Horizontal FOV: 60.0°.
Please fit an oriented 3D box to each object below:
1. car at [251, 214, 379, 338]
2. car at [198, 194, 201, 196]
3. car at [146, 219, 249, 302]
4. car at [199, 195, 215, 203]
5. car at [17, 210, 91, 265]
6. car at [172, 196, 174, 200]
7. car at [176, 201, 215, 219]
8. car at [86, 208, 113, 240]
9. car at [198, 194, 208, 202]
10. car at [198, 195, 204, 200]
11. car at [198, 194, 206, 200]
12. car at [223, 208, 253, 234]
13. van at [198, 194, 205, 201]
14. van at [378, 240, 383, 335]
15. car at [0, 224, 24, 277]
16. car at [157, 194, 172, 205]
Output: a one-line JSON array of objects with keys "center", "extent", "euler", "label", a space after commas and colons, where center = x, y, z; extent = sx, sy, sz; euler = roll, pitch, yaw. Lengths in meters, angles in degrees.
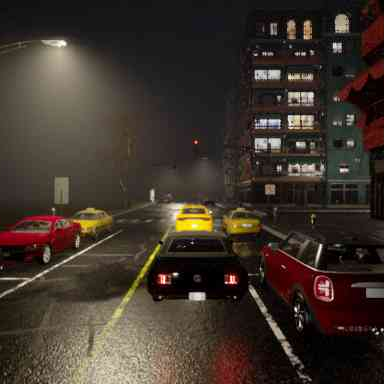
[{"center": [2.575, 1.442, 6.601], "extent": [1.967, 1.590, 4.097], "euler": [1, 0, 0], "label": "car"}, {"center": [2.577, 1.586, 72.849], "extent": [1.947, 1.339, 4.313], "euler": [1, 0, 0], "label": "car"}, {"center": [0.101, 1.603, 8.243], "extent": [1.895, 1.301, 4.718], "euler": [0, 0, 0], "label": "car"}, {"center": [2.576, 1.564, 50.205], "extent": [2.008, 1.369, 4.403], "euler": [1, 0, 0], "label": "car"}, {"center": [-5.306, 1.547, 11.728], "extent": [1.887, 1.381, 4.507], "euler": [1, 0, 0], "label": "car"}, {"center": [-5.301, 1.333, 66.705], "extent": [2.192, 1.841, 5.009], "euler": [1, 0, 0], "label": "car"}, {"center": [0.103, 1.482, 18.360], "extent": [1.882, 1.535, 5.008], "euler": [0, 0, 0], "label": "car"}, {"center": [-5.305, 1.529, 17.094], "extent": [1.752, 1.417, 4.829], "euler": [1, 0, 0], "label": "car"}, {"center": [2.580, 1.337, 78.510], "extent": [2.192, 1.841, 5.009], "euler": [1, 0, 0], "label": "car"}, {"center": [2.578, 1.553, 95.664], "extent": [1.752, 1.417, 4.829], "euler": [1, 0, 0], "label": "car"}, {"center": [2.576, 1.598, 61.527], "extent": [1.802, 1.307, 4.206], "euler": [1, 0, 0], "label": "car"}, {"center": [2.575, 1.529, 17.861], "extent": [1.752, 1.417, 4.829], "euler": [1, 0, 0], "label": "car"}, {"center": [2.580, 1.367, 89.832], "extent": [1.690, 1.788, 3.998], "euler": [1, 0, 0], "label": "van"}, {"center": [2.576, 1.341, 1.056], "extent": [1.690, 1.788, 3.998], "euler": [1, 0, 0], "label": "van"}, {"center": [-5.306, 1.552, 6.192], "extent": [2.008, 1.369, 4.403], "euler": [1, 0, 0], "label": "car"}, {"center": [-5.303, 1.456, 61.051], "extent": [1.967, 1.590, 4.097], "euler": [1, 0, 0], "label": "car"}]
